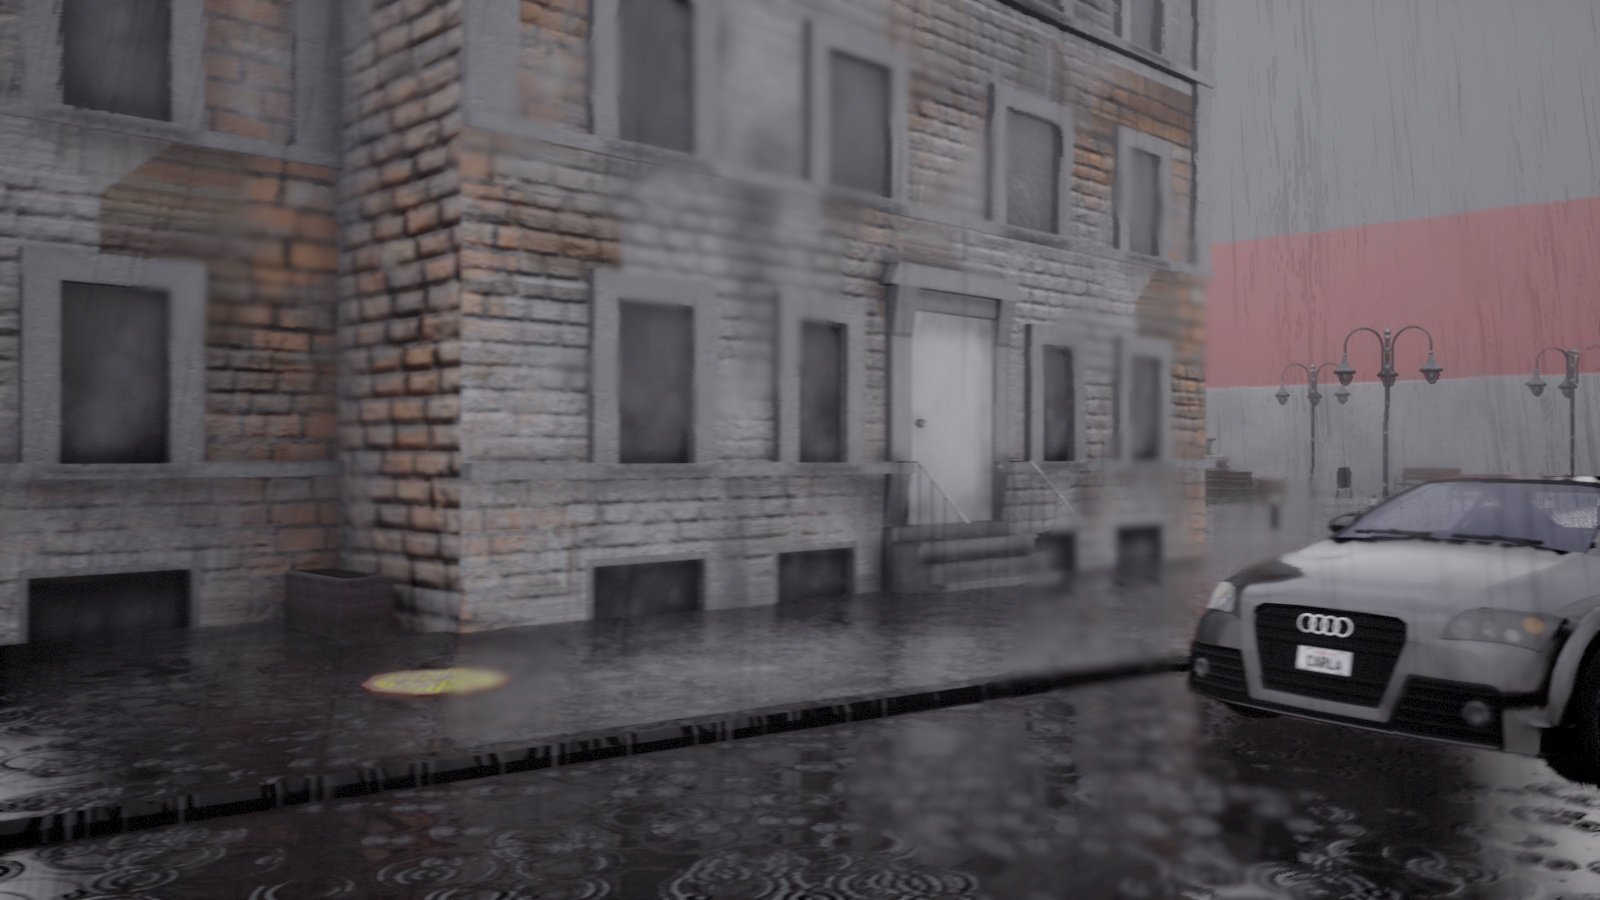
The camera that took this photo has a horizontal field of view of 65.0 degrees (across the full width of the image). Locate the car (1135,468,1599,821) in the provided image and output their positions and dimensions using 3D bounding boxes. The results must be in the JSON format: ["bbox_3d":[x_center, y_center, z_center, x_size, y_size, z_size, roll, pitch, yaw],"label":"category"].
[{"bbox_3d":[4.082,0.818,7.109,4.181,1.385,1.994,0,0,-35],"label":"car"}]
